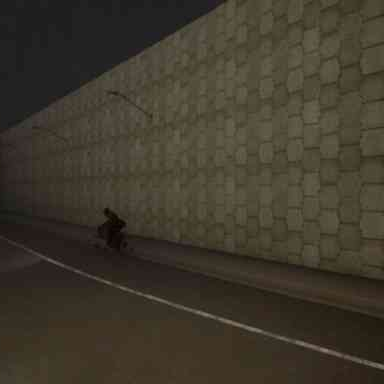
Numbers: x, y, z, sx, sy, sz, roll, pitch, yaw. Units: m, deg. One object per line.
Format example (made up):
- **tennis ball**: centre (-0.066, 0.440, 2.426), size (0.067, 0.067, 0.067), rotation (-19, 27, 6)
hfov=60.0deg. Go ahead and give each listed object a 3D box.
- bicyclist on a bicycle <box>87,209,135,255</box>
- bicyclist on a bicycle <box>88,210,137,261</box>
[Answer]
- **bicyclist on a bicycle**: centre (-2.819, 1.412, 11.615), size (1.656, 1.620, 0.582), rotation (1, 6, -14)
- **bicyclist on a bicycle**: centre (-2.987, 1.627, 12.574), size (1.656, 0.582, 1.620), rotation (35, 7, -19)
